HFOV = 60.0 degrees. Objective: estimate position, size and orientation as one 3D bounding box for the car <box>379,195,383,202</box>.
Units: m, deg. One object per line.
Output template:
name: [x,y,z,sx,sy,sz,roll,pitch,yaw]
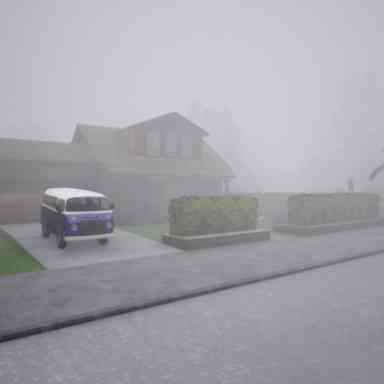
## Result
car: [24.744,0.641,41.465,3.866,1.878,1.905,0,0,0]
